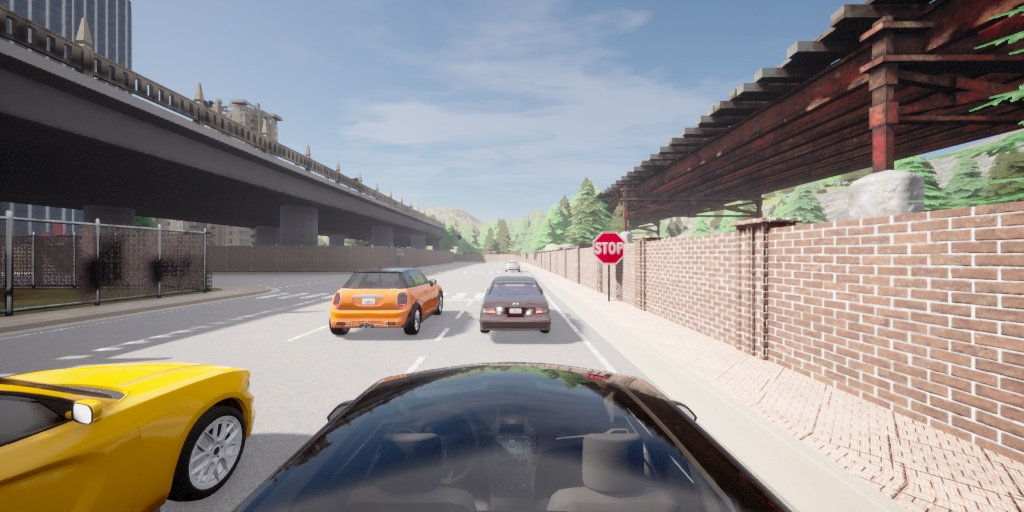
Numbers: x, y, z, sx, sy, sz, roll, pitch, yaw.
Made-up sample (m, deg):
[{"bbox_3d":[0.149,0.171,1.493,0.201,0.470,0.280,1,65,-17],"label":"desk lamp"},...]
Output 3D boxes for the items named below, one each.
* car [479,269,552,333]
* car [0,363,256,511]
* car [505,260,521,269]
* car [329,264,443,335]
[{"bbox_3d":[0.078,1.297,10.693,2.033,1.411,5.357,0,0,0],"label":"car"},{"bbox_3d":[-3.399,1.228,1.413,1.882,1.535,5.008,0,0,0],"label":"car"},{"bbox_3d":[0.086,1.276,45.539,1.812,1.442,4.674,0,0,-1],"label":"car"},{"bbox_3d":[-3.423,1.102,10.670,2.097,1.767,4.553,0,0,0],"label":"car"}]
